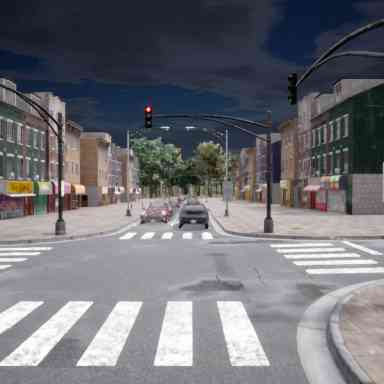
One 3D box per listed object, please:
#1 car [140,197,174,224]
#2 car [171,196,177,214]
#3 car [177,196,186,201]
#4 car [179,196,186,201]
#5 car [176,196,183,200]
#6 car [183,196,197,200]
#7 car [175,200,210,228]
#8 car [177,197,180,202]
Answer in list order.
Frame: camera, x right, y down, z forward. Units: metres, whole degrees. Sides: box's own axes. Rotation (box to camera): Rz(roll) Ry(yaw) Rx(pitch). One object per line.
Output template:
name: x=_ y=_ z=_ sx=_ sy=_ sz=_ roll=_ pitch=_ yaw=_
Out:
car: x=-2.648 y=1.444 z=24.558 sx=1.967 sy=1.590 sz=4.097 roll=-1 pitch=0 yaw=0
car: x=-2.648 y=1.448 z=29.992 sx=1.967 sy=1.590 sz=4.097 roll=-1 pitch=0 yaw=0
car: x=-2.648 y=1.650 z=84.340 sx=1.947 sy=1.339 sz=4.313 roll=-1 pitch=0 yaw=0
car: x=-2.648 y=1.677 z=89.775 sx=1.802 sy=1.307 sz=4.206 roll=-1 pitch=0 yaw=0
car: x=-2.648 y=1.569 z=46.296 sx=1.887 sy=1.381 sz=4.507 roll=-1 pitch=0 yaw=0
car: x=0.099 y=1.594 z=50.640 sx=1.994 sy=1.385 sz=4.181 roll=0 pitch=0 yaw=0
car: x=0.123 y=1.507 z=22.270 sx=1.837 sy=1.490 sz=4.892 roll=1 pitch=0 yaw=1
car: x=-2.647 y=1.578 z=35.427 sx=1.947 sy=1.339 sz=4.313 roll=-1 pitch=0 yaw=0
